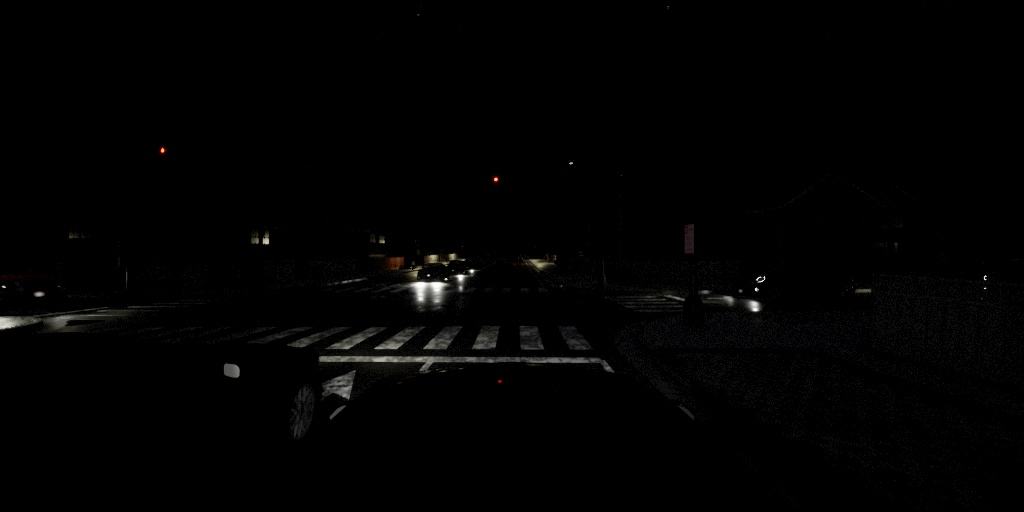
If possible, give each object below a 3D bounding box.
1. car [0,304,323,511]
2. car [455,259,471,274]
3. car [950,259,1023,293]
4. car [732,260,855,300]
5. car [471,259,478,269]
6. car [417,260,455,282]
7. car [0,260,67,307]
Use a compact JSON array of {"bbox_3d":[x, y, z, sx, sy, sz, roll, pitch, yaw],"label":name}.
[{"bbox_3d":[-3.153,1.228,2.192,1.882,1.535,5.008,0,0,1],"label":"car"},{"bbox_3d":[-5.964,1.166,38.776,1.812,1.442,4.674,0,0,1],"label":"car"},{"bbox_3d":[22.720,0.914,16.451,4.553,1.767,2.097,0,0,0],"label":"car"},{"bbox_3d":[12.647,0.994,16.349,4.553,1.767,2.097,0,0,-1],"label":"car"},{"bbox_3d":[-5.767,1.061,49.419,2.033,1.411,5.357,0,1,2],"label":"car"},{"bbox_3d":[-6.137,1.251,28.484,1.994,1.385,4.181,0,0,1],"label":"car"},{"bbox_3d":[-20.571,1.126,13.630,5.566,2.045,2.150,-1,0,2],"label":"car"}]
